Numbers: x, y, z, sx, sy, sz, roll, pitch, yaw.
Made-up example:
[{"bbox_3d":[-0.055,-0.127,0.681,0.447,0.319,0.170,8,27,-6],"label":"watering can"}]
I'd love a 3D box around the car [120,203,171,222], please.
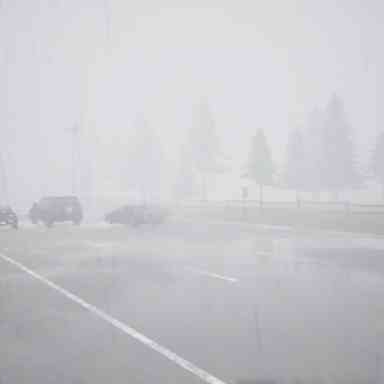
[{"bbox_3d":[-3.898,1.592,27.443,1.895,1.301,4.718,-1,0,-41],"label":"car"}]

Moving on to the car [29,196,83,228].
[{"bbox_3d":[-9.603,1.286,23.330,2.150,2.045,5.566,-1,0,-41],"label":"car"}]

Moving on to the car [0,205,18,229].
[{"bbox_3d":[-12.794,1.609,21.666,1.837,1.490,4.892,-1,0,-41],"label":"car"}]

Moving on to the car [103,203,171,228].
[{"bbox_3d":[-3.944,1.549,22.177,2.033,1.411,5.357,-1,0,-41],"label":"car"}]
